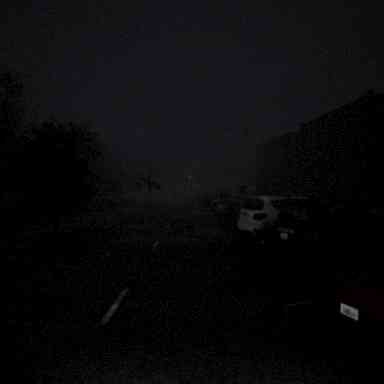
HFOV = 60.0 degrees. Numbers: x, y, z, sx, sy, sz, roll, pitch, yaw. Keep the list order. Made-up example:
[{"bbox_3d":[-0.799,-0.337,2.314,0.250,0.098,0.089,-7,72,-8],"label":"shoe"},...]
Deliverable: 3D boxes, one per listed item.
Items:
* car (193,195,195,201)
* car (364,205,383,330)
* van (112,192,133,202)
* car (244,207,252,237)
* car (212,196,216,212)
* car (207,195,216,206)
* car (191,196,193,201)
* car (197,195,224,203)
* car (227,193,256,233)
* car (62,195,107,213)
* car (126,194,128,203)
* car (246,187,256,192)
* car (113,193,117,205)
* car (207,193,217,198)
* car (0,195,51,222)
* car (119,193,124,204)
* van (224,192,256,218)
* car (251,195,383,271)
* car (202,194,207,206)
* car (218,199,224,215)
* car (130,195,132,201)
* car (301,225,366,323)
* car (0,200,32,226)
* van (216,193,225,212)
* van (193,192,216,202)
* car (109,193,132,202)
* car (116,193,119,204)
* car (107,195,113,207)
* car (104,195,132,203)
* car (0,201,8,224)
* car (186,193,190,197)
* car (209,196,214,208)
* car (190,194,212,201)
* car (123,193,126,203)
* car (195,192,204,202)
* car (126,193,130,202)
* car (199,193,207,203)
[{"bbox_3d":[3.293,1.373,66.337,4.674,1.452,2.002,1,0,-24],"label":"car"},{"bbox_3d":[4.728,1.224,3.036,5.566,2.045,2.435,1,0,-20],"label":"car"},{"bbox_3d":[-15.715,1.142,75.158,4.442,1.987,1.878,-1,0,-25],"label":"van"},{"bbox_3d":[4.740,1.457,12.067,5.008,1.535,2.097,1,0,-20],"label":"car"},{"bbox_3d":[4.858,1.418,30.195,5.366,1.575,1.946,1,0,-21],"label":"car"},{"bbox_3d":[4.607,1.406,36.156,4.892,1.521,2.231,1,0,-21],"label":"car"},{"bbox_3d":[3.074,1.328,69.348,4.892,1.521,2.231,1,0,-25],"label":"car"},{"bbox_3d":[3.513,1.380,63.321,4.674,1.452,2.002,1,0,-24],"label":"car"},{"bbox_3d":[4.760,1.200,15.086,5.566,2.045,2.435,1,0,-20],"label":"car"},{"bbox_3d":[-13.792,1.454,42.586,4.792,1.488,2.163,-1,0,-22],"label":"car"},{"bbox_3d":[-14.615,1.434,60.350,4.674,1.452,2.002,-1,0,-24],"label":"car"},{"bbox_3d":[16.763,-0.008,93.564,2.002,1.452,4.674,-7,4,-31],"label":"car"},{"bbox_3d":[-13.971,1.413,48.522,5.008,1.535,2.097,-1,0,-22],"label":"car"},{"bbox_3d":[4.542,1.272,39.174,4.553,1.767,2.185,1,0,-22],"label":"car"},{"bbox_3d":[-13.515,1.205,24.790,5.566,2.045,2.435,-1,0,-20],"label":"car"},{"bbox_3d":[-14.433,1.404,54.363,5.366,1.575,1.946,-1,0,-23],"label":"car"},{"bbox_3d":[4.619,1.211,21.041,4.442,1.987,1.878,1,0,-20],"label":"van"},{"bbox_3d":[4.768,1.213,9.078,5.566,2.045,2.435,1,0,-20],"label":"car"},{"bbox_3d":[4.404,1.383,45.220,5.008,1.535,2.097,1,0,-22],"label":"car"},{"bbox_3d":[4.743,1.462,24.111,4.792,1.488,2.163,1,0,-20],"label":"car"},{"bbox_3d":[-14.881,1.378,66.338,5.366,1.575,1.946,-1,0,-24],"label":"car"},{"bbox_3d":[4.718,1.499,6.045,4.792,1.488,2.163,1,0,-20],"label":"car"},{"bbox_3d":[-13.451,1.491,21.842,4.792,1.488,2.163,-1,0,-20],"label":"car"},{"bbox_3d":[4.599,1.199,27.066,4.442,1.987,1.878,1,0,-20],"label":"van"},{"bbox_3d":[2.718,1.093,72.306,4.442,1.987,1.878,1,0,-25],"label":"van"},{"bbox_3d":[-15.512,1.248,72.171,4.553,1.767,2.185,-1,0,-25],"label":"car"},{"bbox_3d":[-14.144,1.284,51.472,4.553,1.767,2.185,-1,0,-22],"label":"car"},{"bbox_3d":[-13.833,1.448,45.580,4.792,1.488,2.163,-1,0,-22],"label":"car"},{"bbox_3d":[-15.454,1.379,69.131,5.366,1.575,1.946,-1,0,-25],"label":"car"},{"bbox_3d":[-13.496,1.498,18.838,4.792,1.488,2.163,-1,0,-20],"label":"car"},{"bbox_3d":[2.100,1.301,78.292,5.366,1.575,1.946,1,0,-26],"label":"car"},{"bbox_3d":[4.669,1.412,33.137,5.008,1.535,2.097,1,0,-21],"label":"car"},{"bbox_3d":[2.149,1.334,81.353,4.792,1.488,2.163,1,0,-26],"label":"car"},{"bbox_3d":[-14.405,1.273,57.404,4.553,1.767,2.185,-1,0,-23],"label":"car"},{"bbox_3d":[4.021,1.110,54.257,5.566,2.045,2.435,1,0,-23],"label":"car"},{"bbox_3d":[-14.821,1.429,63.304,4.674,1.452,2.002,-1,0,-24],"label":"car"},{"bbox_3d":[4.189,1.369,51.254,5.008,1.535,2.097,1,0,-23],"label":"car"}]
